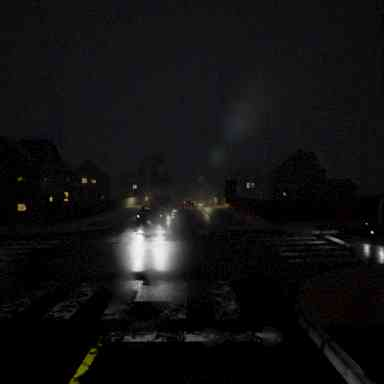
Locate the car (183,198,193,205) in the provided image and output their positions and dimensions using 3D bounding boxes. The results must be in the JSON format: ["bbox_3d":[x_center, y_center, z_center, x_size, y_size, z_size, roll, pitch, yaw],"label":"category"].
[{"bbox_3d":[-0.819,1.873,66.900,1.895,1.301,4.718,0,0,-2],"label":"car"}]

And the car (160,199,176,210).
[{"bbox_3d":[-3.317,1.718,46.290,1.895,1.301,4.718,0,0,-1],"label":"car"}]

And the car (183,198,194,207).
[{"bbox_3d":[-0.642,1.789,56.872,1.895,1.301,4.718,0,0,-1],"label":"car"}]

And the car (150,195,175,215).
[{"bbox_3d":[-3.153,1.287,35.299,2.150,2.045,5.566,0,0,-1],"label":"car"}]

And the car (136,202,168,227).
[{"bbox_3d":[-2.838,1.629,23.280,1.895,1.301,4.718,0,0,-4],"label":"car"}]

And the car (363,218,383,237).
[{"bbox_3d":[10.499,1.326,14.483,5.357,1.411,2.033,-1,2,0],"label":"car"}]
